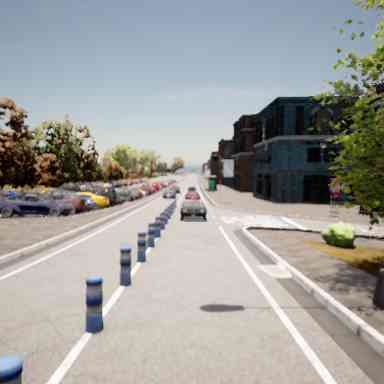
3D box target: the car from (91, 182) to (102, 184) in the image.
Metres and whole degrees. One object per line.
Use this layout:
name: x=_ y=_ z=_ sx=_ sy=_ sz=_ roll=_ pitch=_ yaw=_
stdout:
car: x=-22.897 y=-0.719 z=71.735 sx=5.366 sy=1.575 sz=1.946 roll=0 pitch=3 yaw=1

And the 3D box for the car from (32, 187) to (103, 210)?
car: x=-10.055 y=0.701 z=27.101 sx=4.553 sy=1.767 sz=2.185 roll=0 pitch=1 yaw=1

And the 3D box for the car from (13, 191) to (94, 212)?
car: x=-10.078 y=0.875 z=24.316 sx=4.792 sy=1.488 sz=2.163 roll=0 pitch=0 yaw=1

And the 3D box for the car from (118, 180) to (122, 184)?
car: x=-22.568 y=-1.786 z=91.196 sx=4.792 sy=1.488 sz=2.163 roll=0 pitch=3 yaw=1

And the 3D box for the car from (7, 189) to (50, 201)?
car: x=-22.926 y=0.429 z=46.672 sx=4.892 sy=1.521 sz=2.231 roll=0 pitch=2 yaw=0

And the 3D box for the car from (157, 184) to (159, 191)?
car: x=-9.651 y=-0.371 z=66.099 sx=4.792 sy=1.488 sz=2.163 roll=0 pitch=3 yaw=1

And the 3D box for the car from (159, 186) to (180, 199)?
car: x=-3.349 y=0.262 z=50.098 sx=2.128 sy=1.511 sz=4.902 roll=0 pitch=2 yaw=0

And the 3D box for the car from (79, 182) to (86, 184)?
car: x=-22.839 y=-0.372 z=60.462 sx=5.566 sy=2.045 sz=2.435 roll=0 pitch=3 yaw=1

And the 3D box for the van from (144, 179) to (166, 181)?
van: x=-9.626 y=-1.719 z=85.540 sx=4.442 sy=1.987 sz=1.878 roll=0 pitch=3 yaw=1

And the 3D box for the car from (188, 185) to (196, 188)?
car: x=0.000 y=-0.956 z=77.340 sx=1.895 sy=1.301 sz=4.718 roll=0 pitch=3 yaw=0

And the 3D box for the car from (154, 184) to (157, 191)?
car: x=-9.700 y=-0.257 z=63.315 sx=5.008 sy=1.535 sz=2.097 roll=0 pitch=3 yaw=1

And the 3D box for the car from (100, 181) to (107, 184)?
car: x=-22.658 y=-1.123 z=74.499 sx=5.566 sy=2.045 sz=2.435 roll=0 pitch=3 yaw=1

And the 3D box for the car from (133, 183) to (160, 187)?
car: x=-9.653 y=-0.513 z=68.882 sx=4.674 sy=1.452 sz=2.002 roll=0 pitch=3 yaw=1

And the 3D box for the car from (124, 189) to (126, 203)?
car: x=-9.944 y=0.722 z=35.463 sx=4.892 sy=1.521 sz=2.231 roll=0 pitch=1 yaw=1

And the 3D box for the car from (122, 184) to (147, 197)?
car: x=-9.834 y=0.114 z=52.175 sx=4.553 sy=1.767 sz=2.185 roll=0 pitch=2 yaw=1

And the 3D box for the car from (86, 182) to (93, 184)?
car: x=-22.793 y=-0.526 z=66.042 sx=4.553 sy=1.767 sz=2.185 roll=0 pitch=3 yaw=1

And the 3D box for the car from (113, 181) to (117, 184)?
car: x=-22.594 y=-1.500 z=85.635 sx=5.008 sy=1.535 sz=2.097 roll=0 pitch=3 yaw=1

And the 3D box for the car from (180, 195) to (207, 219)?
car: x=0.106 y=1.217 z=25.240 sx=1.895 sy=1.301 sz=4.718 roll=1 pitch=3 yaw=0

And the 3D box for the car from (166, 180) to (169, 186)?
car: x=-9.490 y=-1.651 z=88.331 sx=5.008 sy=1.535 sz=2.097 roll=0 pitch=3 yaw=1

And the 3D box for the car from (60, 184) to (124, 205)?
car: x=-10.003 y=0.514 z=32.671 sx=5.566 sy=2.045 sz=2.435 roll=0 pitch=1 yaw=1

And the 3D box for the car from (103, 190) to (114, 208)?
car: x=-9.994 y=0.801 z=29.881 sx=5.008 sy=1.535 sz=2.097 roll=0 pitch=1 yaw=1

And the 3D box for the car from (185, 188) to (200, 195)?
car: x=0.079 y=0.589 z=42.799 sx=1.994 sy=1.385 sz=4.181 roll=0 pitch=2 yaw=0

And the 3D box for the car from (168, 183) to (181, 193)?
car: x=-3.279 y=-0.470 z=66.275 sx=1.882 sy=1.535 sz=5.008 roll=0 pitch=3 yaw=0

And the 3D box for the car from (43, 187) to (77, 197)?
car: x=-22.841 y=0.007 z=57.688 sx=5.008 sy=1.535 sz=2.097 roll=0 pitch=3 yaw=1

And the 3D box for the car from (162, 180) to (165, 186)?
car: x=-9.528 y=-1.298 z=79.862 sx=4.553 sy=1.767 sz=2.185 roll=0 pitch=3 yaw=0

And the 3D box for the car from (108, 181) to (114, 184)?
car: x=-22.616 y=-1.303 z=82.857 sx=4.674 sy=1.452 sz=2.002 roll=0 pitch=3 yaw=1

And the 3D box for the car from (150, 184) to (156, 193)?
car: x=-9.724 y=-0.120 z=60.529 sx=5.008 sy=1.535 sz=2.097 roll=0 pitch=3 yaw=0

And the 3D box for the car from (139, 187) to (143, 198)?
car: x=-9.823 y=0.465 z=46.609 sx=4.792 sy=1.488 sz=2.163 roll=0 pitch=2 yaw=1

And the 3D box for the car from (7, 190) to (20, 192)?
car: x=-22.978 y=0.690 z=38.177 sx=4.792 sy=1.488 sz=2.163 roll=0 pitch=1 yaw=1

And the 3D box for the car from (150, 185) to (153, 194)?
car: x=-9.757 y=0.048 z=57.745 sx=4.674 sy=1.452 sz=2.002 roll=0 pitch=3 yaw=1

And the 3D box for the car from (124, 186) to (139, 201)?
car: x=-9.846 y=0.395 z=43.818 sx=4.553 sy=1.767 sz=2.185 roll=0 pitch=2 yaw=1

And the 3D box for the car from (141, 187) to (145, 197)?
car: x=-9.857 y=0.371 z=49.395 sx=4.792 sy=1.488 sz=2.163 roll=0 pitch=2 yaw=0

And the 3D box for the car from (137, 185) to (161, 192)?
car: x=-9.602 y=-0.866 z=74.437 sx=5.008 sy=1.535 sz=2.097 roll=0 pitch=3 yaw=1

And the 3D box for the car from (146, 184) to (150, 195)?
car: x=-9.810 y=0.002 z=54.953 sx=4.553 sy=1.767 sz=2.185 roll=0 pitch=2 yaw=1

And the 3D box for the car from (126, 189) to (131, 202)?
car: x=-9.897 y=0.695 z=38.242 sx=4.792 sy=1.488 sz=2.163 roll=0 pitch=1 yaw=1

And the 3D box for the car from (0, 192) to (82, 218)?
car: x=-10.044 y=0.894 z=21.532 sx=4.792 sy=1.488 sz=2.163 roll=0 pitch=0 yaw=1

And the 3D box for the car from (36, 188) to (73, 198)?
car: x=-22.674 y=0.123 z=54.899 sx=5.366 sy=1.575 sz=1.946 roll=0 pitch=2 yaw=1

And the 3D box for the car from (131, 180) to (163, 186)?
car: x=-9.660 y=-0.960 z=71.644 sx=5.566 sy=2.045 sz=2.435 roll=0 pitch=3 yaw=1

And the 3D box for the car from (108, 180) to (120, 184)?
car: x=-22.571 y=-1.657 z=88.416 sx=4.892 sy=1.521 sz=2.231 roll=0 pitch=3 yaw=0
